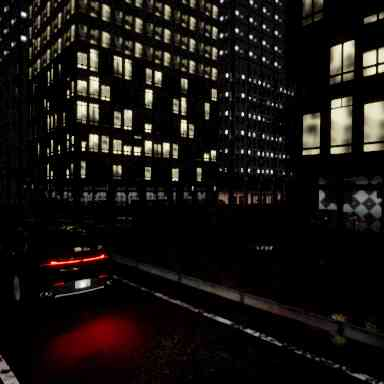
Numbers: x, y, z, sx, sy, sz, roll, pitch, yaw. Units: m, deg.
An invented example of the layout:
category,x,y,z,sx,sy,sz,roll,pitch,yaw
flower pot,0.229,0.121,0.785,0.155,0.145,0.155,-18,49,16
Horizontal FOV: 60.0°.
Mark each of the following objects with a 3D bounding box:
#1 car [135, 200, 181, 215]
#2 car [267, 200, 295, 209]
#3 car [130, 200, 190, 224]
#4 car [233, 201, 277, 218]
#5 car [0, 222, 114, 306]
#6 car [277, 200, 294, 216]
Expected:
category,x,y,z,sx,sy,sz,roll,pitch,yaw
car,-3.711,1.648,36.495,4.829,1.417,1.752,1,0,-40
car,13.687,1.881,51.110,4.313,1.339,1.947,1,0,-40
car,-2.504,1.524,26.562,5.009,1.841,2.192,1,0,-40
car,6.261,1.833,33.927,4.829,1.417,1.752,1,0,-40
car,-3.671,1.501,8.170,1.837,1.490,4.892,0,0,-41
car,10.449,1.936,37.446,4.206,1.307,1.802,1,0,-40
